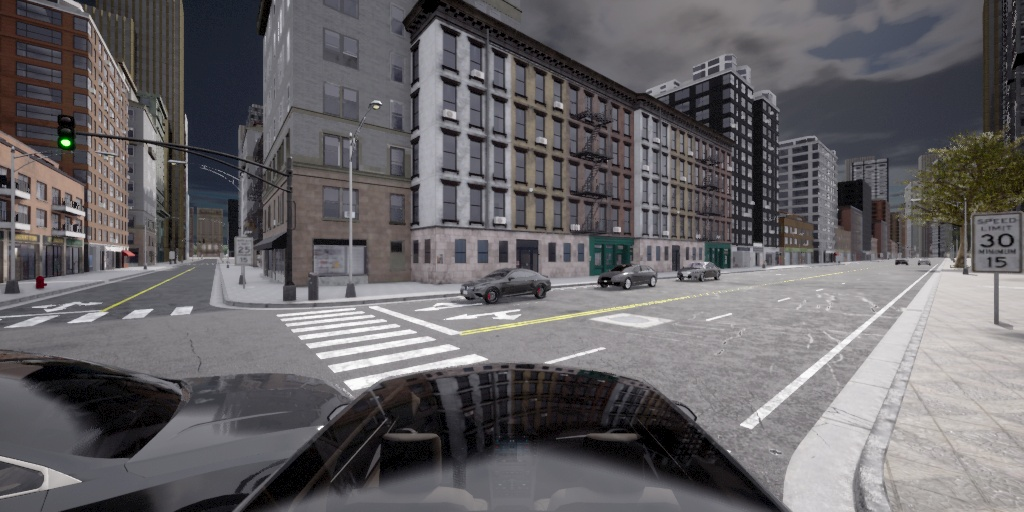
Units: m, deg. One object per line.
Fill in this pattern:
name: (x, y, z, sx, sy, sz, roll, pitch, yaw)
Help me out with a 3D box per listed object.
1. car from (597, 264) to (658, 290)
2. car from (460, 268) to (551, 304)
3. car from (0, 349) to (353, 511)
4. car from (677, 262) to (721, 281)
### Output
car: (7.464, 1.257, 22.946, 4.892, 1.490, 1.837, 0, 0, -39)
car: (-0.176, 1.286, 16.658, 4.674, 1.442, 1.812, 0, 0, -39)
car: (-3.237, 1.257, 1.661, 4.892, 1.490, 1.837, 0, 0, -35)
car: (15.420, 1.234, 29.482, 4.902, 1.511, 2.128, 0, 0, -39)
